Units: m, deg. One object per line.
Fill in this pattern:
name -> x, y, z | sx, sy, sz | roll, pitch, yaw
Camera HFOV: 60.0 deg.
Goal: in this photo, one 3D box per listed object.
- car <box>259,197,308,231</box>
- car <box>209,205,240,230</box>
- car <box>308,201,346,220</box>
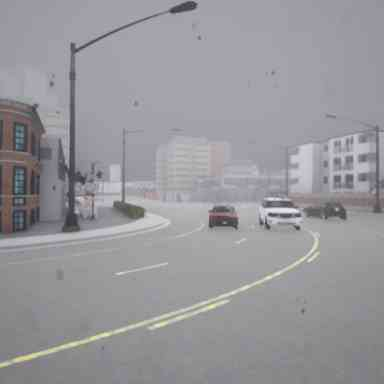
car -> 5.903, 1.411, 22.677 | 2.150, 2.045, 5.566 | 1, 0, 5
car -> 2.204, 1.649, 23.066 | 1.882, 1.535, 5.008 | 1, 0, 4
car -> 12.470, 1.640, 31.516 | 2.097, 1.767, 4.553 | 0, 0, -10
